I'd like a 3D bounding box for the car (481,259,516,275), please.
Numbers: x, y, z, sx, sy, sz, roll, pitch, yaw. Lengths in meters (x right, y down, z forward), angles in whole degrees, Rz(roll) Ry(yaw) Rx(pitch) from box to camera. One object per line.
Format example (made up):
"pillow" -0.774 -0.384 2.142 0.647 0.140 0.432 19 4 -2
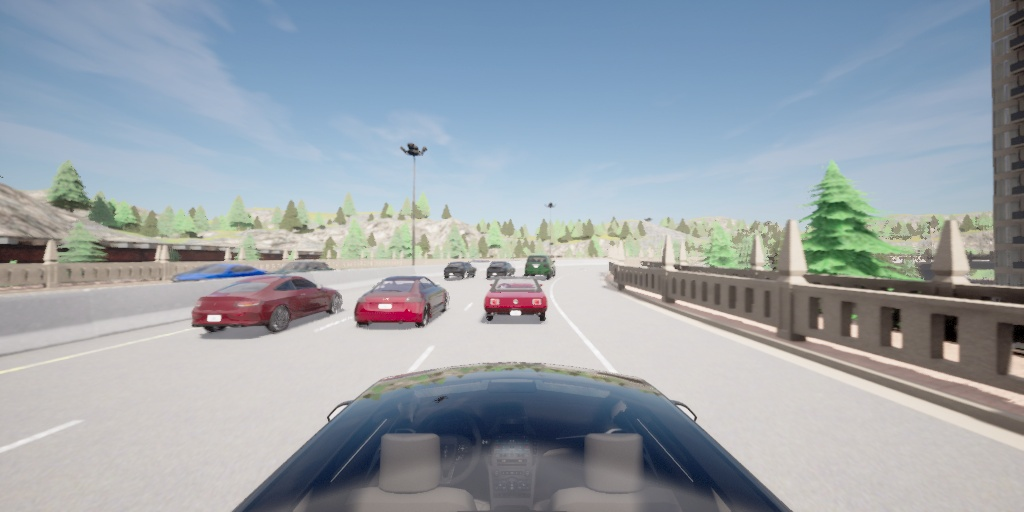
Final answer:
"car" -0.897 1.238 31.854 1.837 1.490 4.892 0 0 13

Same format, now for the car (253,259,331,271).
"car" -13.297 1.108 22.524 2.097 1.767 4.553 0 0 7

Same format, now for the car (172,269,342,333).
"car" -6.873 1.278 10.607 1.812 1.442 4.674 0 0 1

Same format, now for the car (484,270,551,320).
"car" 0.165 1.352 12.547 1.895 1.301 4.718 0 0 1

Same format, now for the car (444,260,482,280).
"car" -4.478 1.247 31.871 1.837 1.490 4.892 0 0 12

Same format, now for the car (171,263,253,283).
"car" -16.959 1.237 21.272 1.882 1.535 5.008 0 0 6

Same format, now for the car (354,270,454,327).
"car" -3.343 1.316 11.586 1.994 1.385 4.181 0 0 1

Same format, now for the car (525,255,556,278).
"car" 2.541 0.945 31.429 2.150 2.045 5.566 0 0 13
